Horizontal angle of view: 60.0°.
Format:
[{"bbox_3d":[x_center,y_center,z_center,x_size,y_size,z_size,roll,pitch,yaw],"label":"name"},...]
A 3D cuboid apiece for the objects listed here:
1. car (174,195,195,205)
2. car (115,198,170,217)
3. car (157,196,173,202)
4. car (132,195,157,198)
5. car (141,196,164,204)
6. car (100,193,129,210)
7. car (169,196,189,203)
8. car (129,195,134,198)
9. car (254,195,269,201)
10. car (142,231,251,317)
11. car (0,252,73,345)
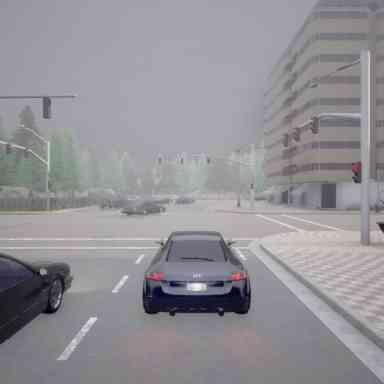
[{"bbox_3d":[-1.029,1.352,59.615,2.097,1.767,4.553,0,0,18],"label":"car"},{"bbox_3d":[-4.669,1.576,32.278,2.033,1.411,5.357,0,0,26],"label":"car"},{"bbox_3d":[-5.398,1.477,57.911,1.882,1.535,5.008,0,0,15],"label":"car"},{"bbox_3d":[-6.859,1.547,48.040,2.033,1.411,5.357,0,0,2],"label":"car"},{"bbox_3d":[-7.384,1.547,63.245,2.033,1.411,5.357,0,0,21],"label":"car"},{"bbox_3d":[-10.433,1.221,44.380,2.150,2.045,5.566,0,0,2],"label":"car"},{"bbox_3d":[-2.769,1.524,72.384,1.812,1.442,4.674,0,0,34],"label":"car"},{"bbox_3d":[-9.617,1.352,53.814,2.097,1.767,4.553,0,0,8],"label":"car"},{"bbox_3d":[16.415,1.524,80.311,4.674,1.442,1.812,0,0,-26],"label":"car"},{"bbox_3d":[0.088,1.564,7.589,1.994,1.385,4.181,0,0,0],"label":"car"},{"bbox_3d":[-3.429,1.547,4.554,2.033,1.411,5.357,0,0,0],"label":"car"}]
